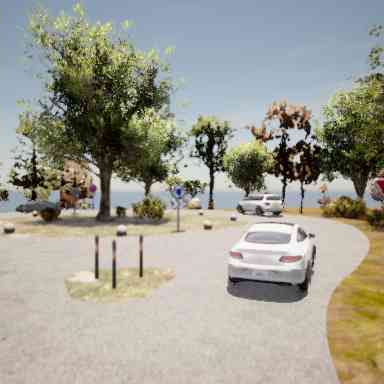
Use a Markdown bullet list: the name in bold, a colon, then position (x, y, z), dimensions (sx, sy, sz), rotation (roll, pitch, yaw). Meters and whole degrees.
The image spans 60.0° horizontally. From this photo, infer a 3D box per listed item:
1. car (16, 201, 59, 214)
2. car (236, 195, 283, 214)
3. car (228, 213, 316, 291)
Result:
- **car**: position (-16.648, 1.614, 35.957), dimensions (1.994, 1.385, 4.181), rotation (0, 0, 42)
- **car**: position (6.634, 1.278, 33.188), dimensions (2.150, 2.045, 5.566), rotation (1, -1, -25)
- **car**: position (2.309, 1.541, 9.121), dimensions (1.812, 1.442, 4.674), rotation (0, 0, 22)
